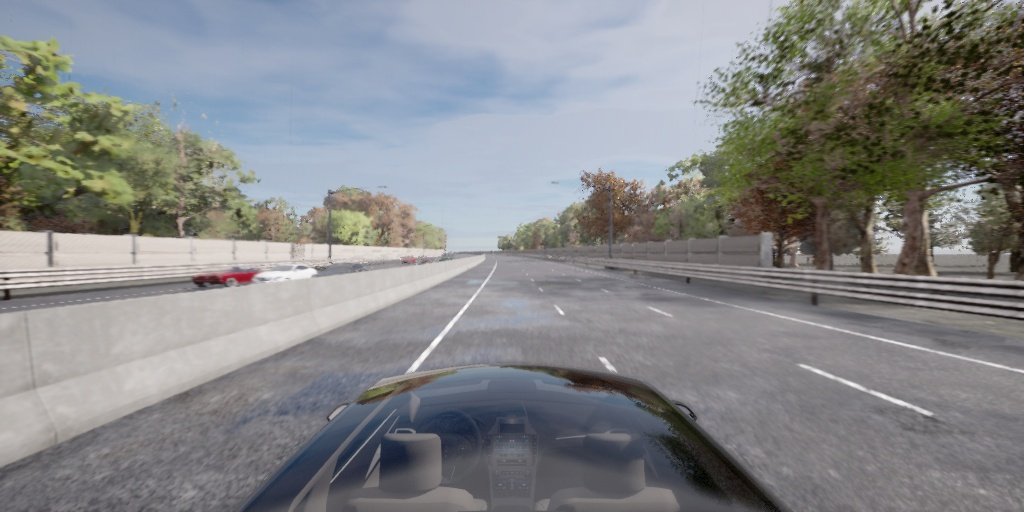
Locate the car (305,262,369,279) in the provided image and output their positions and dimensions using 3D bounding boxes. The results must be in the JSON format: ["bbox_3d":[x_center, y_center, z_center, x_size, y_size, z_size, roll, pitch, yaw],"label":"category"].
[{"bbox_3d":[-10.714,1.178,22.862,1.837,1.490,4.892,0,1,-1],"label":"car"}]

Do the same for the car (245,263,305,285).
[{"bbox_3d":[-14.212,1.203,22.806,1.812,1.442,4.674,0,1,-1],"label":"car"}]

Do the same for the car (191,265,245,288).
[{"bbox_3d":[-17.714,1.281,23.004,1.895,1.301,4.718,0,1,-1],"label":"car"}]
